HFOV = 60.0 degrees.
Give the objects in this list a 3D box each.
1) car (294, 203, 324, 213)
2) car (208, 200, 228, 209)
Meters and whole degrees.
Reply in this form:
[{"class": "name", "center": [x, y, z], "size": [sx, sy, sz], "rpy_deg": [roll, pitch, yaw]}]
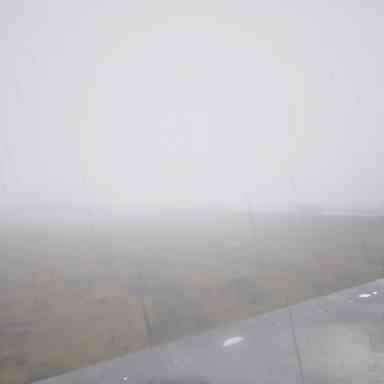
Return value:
[{"class": "car", "center": [17.485, 2.324, 49.861], "size": [1.994, 1.385, 4.181], "rpy_deg": [1, -1, -35]}, {"class": "car", "center": [5.194, 2.417, 67.101], "size": [2.097, 1.767, 4.553], "rpy_deg": [1, -1, -35]}]
